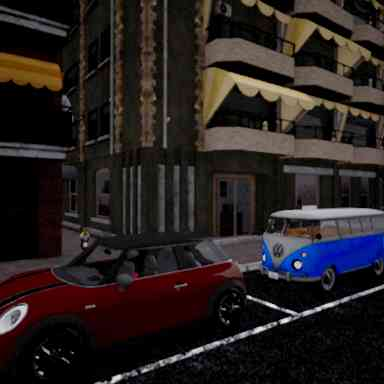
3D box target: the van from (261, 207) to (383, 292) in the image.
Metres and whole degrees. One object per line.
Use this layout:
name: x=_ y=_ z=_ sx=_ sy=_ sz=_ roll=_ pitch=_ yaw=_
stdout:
van: x=3.523 y=1.334 z=8.609 sx=3.998 sy=1.788 sz=1.690 roll=0 pitch=0 yaw=-36

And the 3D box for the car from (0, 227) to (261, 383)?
car: x=-1.108 y=1.438 z=5.304 sx=4.097 sy=1.590 sz=1.967 roll=0 pitch=0 yaw=-36
